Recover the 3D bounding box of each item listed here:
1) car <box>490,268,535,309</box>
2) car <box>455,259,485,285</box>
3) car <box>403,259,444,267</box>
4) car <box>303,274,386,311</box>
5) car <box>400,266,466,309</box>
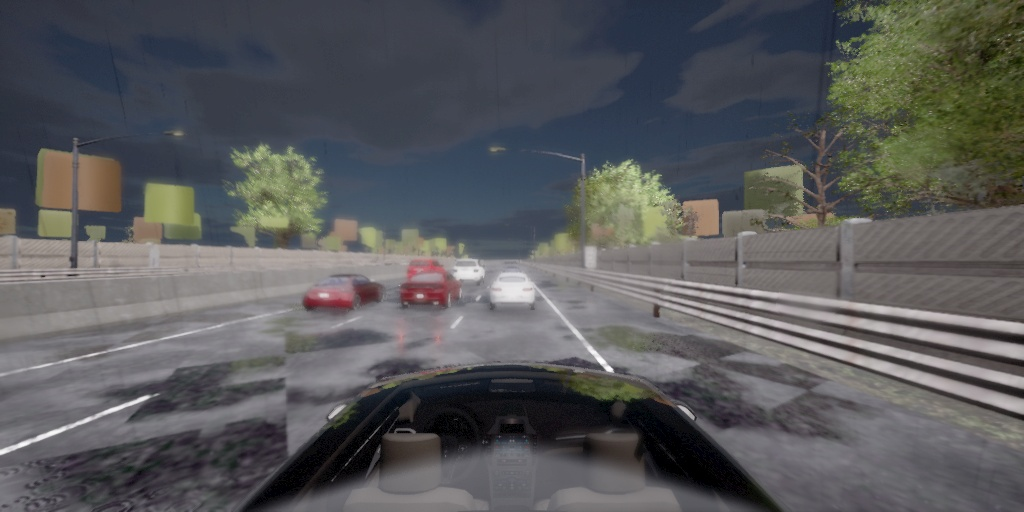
[{"bbox_3d":[0.029,1.431,15.743,1.812,1.442,4.674,0,0,1],"label":"car"},{"bbox_3d":[-3.480,1.286,29.441,2.150,2.045,5.566,0,0,0],"label":"car"},{"bbox_3d":[-6.980,1.287,29.456,2.150,2.045,5.566,0,0,0],"label":"car"},{"bbox_3d":[-6.970,1.466,15.345,1.994,1.385,4.181,0,-1,0],"label":"car"},{"bbox_3d":[-3.469,1.387,16.083,1.882,1.535,5.008,0,0,0],"label":"car"}]
